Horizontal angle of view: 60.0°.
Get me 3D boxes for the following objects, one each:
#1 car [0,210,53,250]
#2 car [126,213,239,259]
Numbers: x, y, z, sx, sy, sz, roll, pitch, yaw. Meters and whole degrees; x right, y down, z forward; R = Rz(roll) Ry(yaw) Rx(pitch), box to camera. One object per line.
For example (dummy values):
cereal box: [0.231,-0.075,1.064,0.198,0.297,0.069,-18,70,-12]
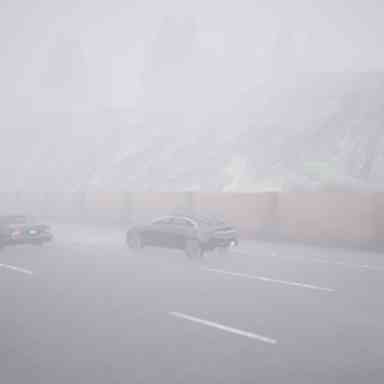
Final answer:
car: [-8.197,1.597,14.436,5.357,1.411,2.033,0,-1,37]
car: [-0.531,1.593,13.104,4.902,1.511,2.128,0,-1,37]
